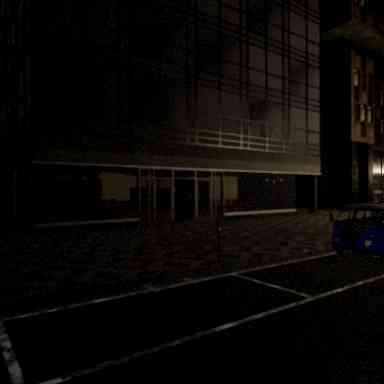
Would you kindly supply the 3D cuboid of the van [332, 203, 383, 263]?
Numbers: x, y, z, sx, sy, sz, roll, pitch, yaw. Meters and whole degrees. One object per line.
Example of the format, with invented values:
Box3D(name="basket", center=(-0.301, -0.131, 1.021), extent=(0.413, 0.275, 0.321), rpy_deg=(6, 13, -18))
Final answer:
Box3D(name="van", center=(6.384, 1.257, 11.198), extent=(3.998, 1.788, 1.690), rpy_deg=(-1, 0, -35))
